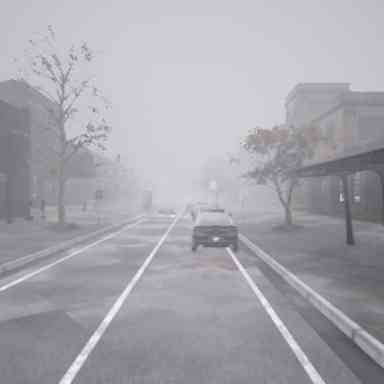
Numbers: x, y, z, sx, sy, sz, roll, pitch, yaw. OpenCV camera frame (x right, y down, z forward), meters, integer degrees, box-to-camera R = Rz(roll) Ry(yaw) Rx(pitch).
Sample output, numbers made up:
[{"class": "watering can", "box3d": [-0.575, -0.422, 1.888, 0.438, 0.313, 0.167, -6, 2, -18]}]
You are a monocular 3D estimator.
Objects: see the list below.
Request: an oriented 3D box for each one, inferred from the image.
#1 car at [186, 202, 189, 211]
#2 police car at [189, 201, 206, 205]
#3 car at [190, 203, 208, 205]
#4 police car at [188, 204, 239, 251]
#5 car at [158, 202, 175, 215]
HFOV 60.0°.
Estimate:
[{"class": "car", "box3d": [0.011, 2.159, 51.465, 1.812, 1.442, 4.674, 0, -1, 0]}, {"class": "police car", "box3d": [0.905, 1.787, 30.950, 1.930, 1.638, 5.238, 0, -1, 0]}, {"class": "car", "box3d": [0.904, 1.804, 24.839, 1.812, 1.442, 4.674, 0, -1, 0]}, {"class": "police car", "box3d": [0.902, 1.568, 14.951, 1.930, 1.638, 5.238, 0, -1, 0]}, {"class": "car", "box3d": [-3.085, 2.027, 41.177, 1.812, 1.442, 4.674, 0, -1, 0]}]
